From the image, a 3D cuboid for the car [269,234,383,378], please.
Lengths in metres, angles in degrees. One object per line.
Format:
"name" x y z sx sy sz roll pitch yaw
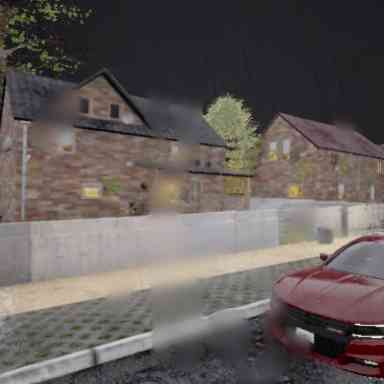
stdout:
"car" 3.407 1.465 5.471 5.008 1.535 1.882 0 0 -35
